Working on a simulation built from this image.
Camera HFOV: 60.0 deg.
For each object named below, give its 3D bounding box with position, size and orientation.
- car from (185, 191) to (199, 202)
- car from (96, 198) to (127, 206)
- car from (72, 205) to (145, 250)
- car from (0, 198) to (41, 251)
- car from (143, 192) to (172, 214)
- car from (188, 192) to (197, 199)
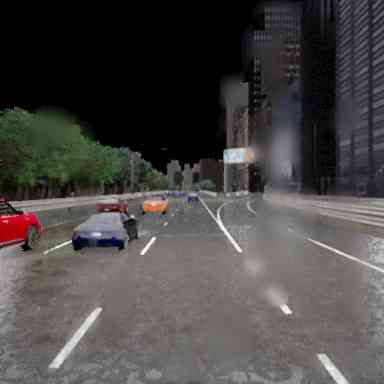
[{"bbox_3d":[0.238,1.006,59.972,1.882,1.535,5.008,0,1,0],"label":"car"},{"bbox_3d":[-6.849,1.256,28.893,1.882,1.535,5.008,0,0,0],"label":"car"},{"bbox_3d":[-3.382,1.458,13.762,1.994,1.385,4.181,0,0,0],"label":"car"},{"bbox_3d":[-6.890,1.141,10.443,2.150,2.045,5.566,0,0,0],"label":"car"},{"bbox_3d":[-3.341,1.112,31.349,2.097,1.767,4.553,0,0,0],"label":"car"},{"bbox_3d":[0.175,0.855,79.918,2.128,1.511,4.902,0,1,0],"label":"car"}]
